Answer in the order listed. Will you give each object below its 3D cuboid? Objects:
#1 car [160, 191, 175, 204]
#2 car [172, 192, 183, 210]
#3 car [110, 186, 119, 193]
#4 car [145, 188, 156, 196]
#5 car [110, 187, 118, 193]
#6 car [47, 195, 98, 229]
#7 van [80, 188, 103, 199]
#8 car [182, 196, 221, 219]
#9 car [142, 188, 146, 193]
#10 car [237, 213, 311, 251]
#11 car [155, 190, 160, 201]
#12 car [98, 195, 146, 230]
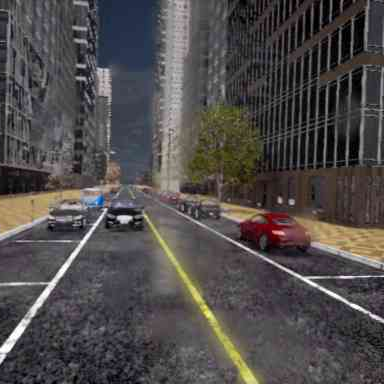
[{"bbox_3d":[-2.465,0.661,41.120,1.967,1.590,4.097,2,1,-11],"label":"car"},{"bbox_3d":[-0.236,1.046,29.961,2.008,1.369,4.403,2,1,-11],"label":"car"},{"bbox_3d":[-18.499,-0.478,78.538,1.887,1.381,4.507,2,1,-11],"label":"car"},{"bbox_3d":[-8.052,0.069,69.022,1.887,1.381,4.507,2,1,-11],"label":"car"},{"bbox_3d":[-19.617,-0.585,84.120,1.802,1.307,4.206,2,1,-11],"label":"car"},{"bbox_3d":[-6.215,1.053,17.154,2.008,1.369,4.403,2,1,-11],"label":"car"},{"bbox_3d":[-8.441,0.576,28.312,1.690,1.788,3.998,2,1,-11],"label":"van"},{"bbox_3d":[0.881,1.181,24.381,2.008,1.369,4.403,2,1,-11],"label":"car"},{"bbox_3d":[-11.403,-0.340,85.762,1.947,1.339,4.313,2,1,-11],"label":"car"},{"bbox_3d":[3.114,1.475,13.221,1.802,1.307,4.206,2,1,-11],"label":"car"},{"bbox_3d":[-3.582,0.523,46.700,1.967,1.590,4.097,2,1,-11],"label":"car"},{"bbox_3d":[-3.612,1.073,17.858,2.128,1.511,4.902,2,1,-11],"label":"car"}]
